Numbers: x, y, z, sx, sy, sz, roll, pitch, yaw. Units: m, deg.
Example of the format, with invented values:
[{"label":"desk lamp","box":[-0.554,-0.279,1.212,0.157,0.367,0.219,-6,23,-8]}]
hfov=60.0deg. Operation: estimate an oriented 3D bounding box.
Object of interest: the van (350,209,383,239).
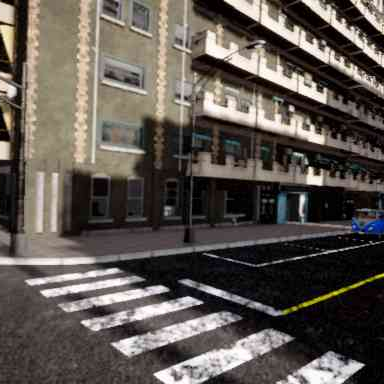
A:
[{"label":"van","box":[11.551,1.955,21.076,3.998,1.788,1.690,3,-1,-42]}]
